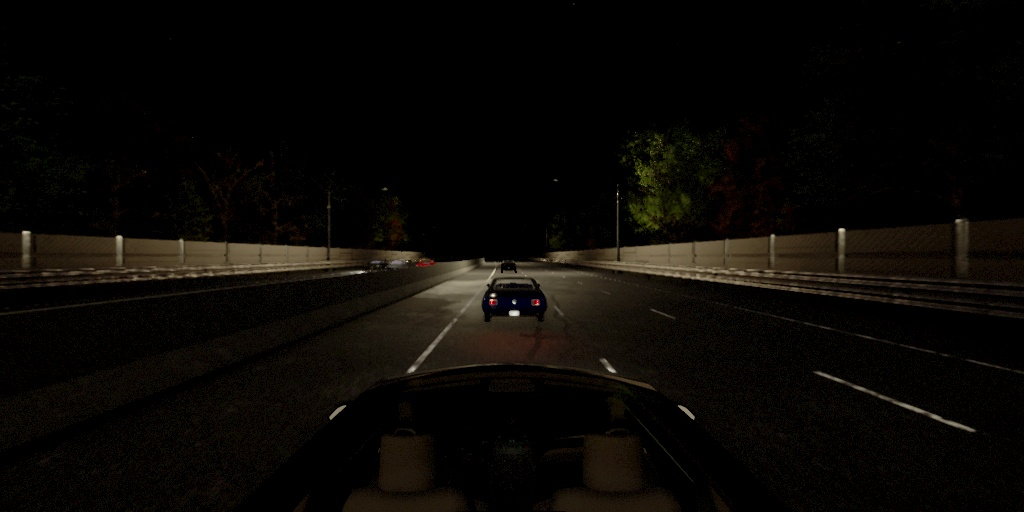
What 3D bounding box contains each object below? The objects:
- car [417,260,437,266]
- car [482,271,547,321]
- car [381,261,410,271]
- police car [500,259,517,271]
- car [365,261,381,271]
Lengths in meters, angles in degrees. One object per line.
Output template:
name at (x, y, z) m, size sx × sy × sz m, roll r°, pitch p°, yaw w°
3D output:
car at (-11.193, 1.238, 47.263) m, size 1.882 × 1.535 × 5.008 m, roll 0°, pitch 0°, yaw -1°
car at (0.056, 1.354, 12.456) m, size 1.895 × 1.301 × 4.718 m, roll 0°, pitch 0°, yaw 0°
car at (-14.675, 1.307, 46.335) m, size 2.033 × 1.411 × 5.357 m, roll 0°, pitch 0°, yaw -1°
police car at (-0.439, 1.187, 44.298) m, size 1.930 × 1.638 × 5.238 m, roll 0°, pitch 0°, yaw -1°
car at (-18.225, 1.323, 48.474) m, size 1.994 × 1.385 × 4.181 m, roll 0°, pitch 0°, yaw -1°
